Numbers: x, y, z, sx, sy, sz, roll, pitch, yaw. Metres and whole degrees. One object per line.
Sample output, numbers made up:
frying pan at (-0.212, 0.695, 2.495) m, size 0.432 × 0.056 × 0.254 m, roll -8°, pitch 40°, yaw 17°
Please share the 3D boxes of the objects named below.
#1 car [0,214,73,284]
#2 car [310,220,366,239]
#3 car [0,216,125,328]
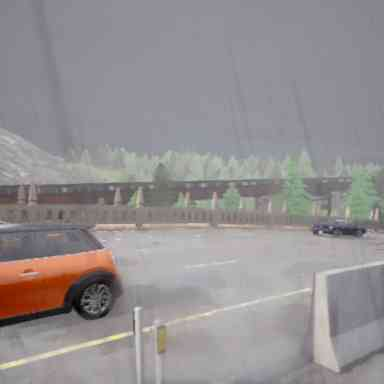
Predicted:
car at (-5.835, 1.483, 8.428) m, size 5.008 × 1.535 × 1.882 m, roll 0°, pitch 0°, yaw -35°
car at (10.822, 2.691, 24.603) m, size 4.718 × 1.301 × 1.895 m, roll 6°, pitch -3°, yaw -35°
car at (-3.576, 1.356, 5.740) m, size 4.553 × 1.767 × 2.097 m, roll 0°, pitch 0°, yaw -35°
